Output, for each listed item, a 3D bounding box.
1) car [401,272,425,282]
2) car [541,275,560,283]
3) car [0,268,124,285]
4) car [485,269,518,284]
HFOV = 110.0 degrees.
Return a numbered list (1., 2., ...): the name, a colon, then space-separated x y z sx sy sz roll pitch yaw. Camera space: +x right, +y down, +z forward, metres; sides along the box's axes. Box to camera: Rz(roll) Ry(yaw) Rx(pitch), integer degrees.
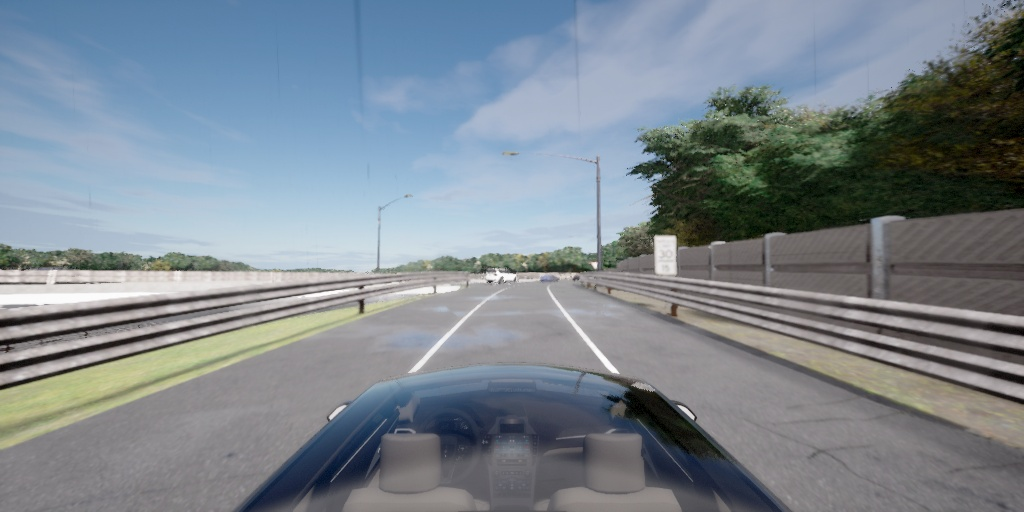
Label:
1. car: -10.532 2.466 38.509 1.812 1.442 4.674 -3 -4 43
2. car: 6.736 3.962 62.869 2.033 1.411 5.357 -2 -4 27
3. car: -28.409 1.462 22.520 5.357 1.411 2.033 2 -4 -32
4. car: -1.362 2.836 49.633 2.150 2.045 5.566 -2 -4 35
